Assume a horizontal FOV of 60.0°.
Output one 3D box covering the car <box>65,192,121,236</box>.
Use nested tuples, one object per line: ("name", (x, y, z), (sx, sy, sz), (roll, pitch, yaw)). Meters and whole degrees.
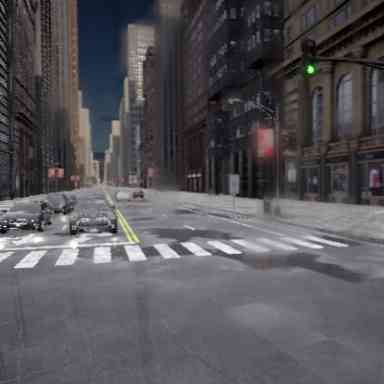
("car", (-4.984, 1.068, 16.770), (2.097, 1.767, 4.553), (-1, 1, -17))

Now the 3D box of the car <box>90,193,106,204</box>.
("car", (-12.572, 0.830, 44.577), (1.895, 1.301, 4.718), (-1, 1, -15))

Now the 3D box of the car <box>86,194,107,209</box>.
("car", (-9.967, 0.966, 34.906), (1.994, 1.385, 4.181), (-1, 1, -15))

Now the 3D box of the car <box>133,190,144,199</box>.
("car", (-9.663, 0.402, 59.254), (1.837, 1.490, 4.892), (-1, 1, -15))

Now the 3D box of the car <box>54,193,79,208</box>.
("car", (-14.034, 0.933, 37.473), (2.033, 1.411, 5.357), (-1, 1, -15))

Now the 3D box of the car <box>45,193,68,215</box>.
("car", (-11.340, 0.911, 27.533), (2.097, 1.767, 4.553), (-1, 1, -15))

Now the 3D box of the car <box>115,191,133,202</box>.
("car", (-10.186, 0.648, 48.782), (1.812, 1.442, 4.674), (-1, 1, -15))

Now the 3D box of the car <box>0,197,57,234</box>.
("car", (-8.676, 1.233, 17.738), (1.837, 1.490, 4.892), (-1, 1, -15))

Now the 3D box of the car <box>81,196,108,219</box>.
("car", (-7.348, 1.096, 25.231), (1.812, 1.442, 4.674), (-1, 1, -15))

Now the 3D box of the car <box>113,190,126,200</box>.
("car", (-12.776, 0.490, 58.317), (2.033, 1.411, 5.357), (-1, 1, -15))
